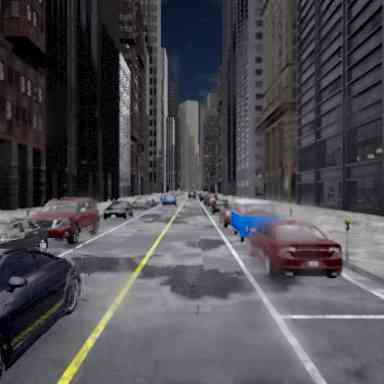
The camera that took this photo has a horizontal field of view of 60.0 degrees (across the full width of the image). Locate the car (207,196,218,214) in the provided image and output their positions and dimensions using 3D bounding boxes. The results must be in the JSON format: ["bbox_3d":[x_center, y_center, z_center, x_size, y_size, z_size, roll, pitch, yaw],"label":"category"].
[{"bbox_3d":[2.772,1.365,32.221,1.947,1.339,4.313,0,0,0],"label":"car"}]

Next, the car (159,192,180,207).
[{"bbox_3d":[-3.074,1.195,46.315,1.882,1.535,5.008,0,1,0],"label":"car"}]

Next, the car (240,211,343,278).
[{"bbox_3d":[2.766,1.482,9.786,1.887,1.381,4.507,0,0,0],"label":"car"}]

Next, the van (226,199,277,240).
[{"bbox_3d":[2.768,1.243,15.393,1.690,1.788,3.998,0,0,0],"label":"van"}]

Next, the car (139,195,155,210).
[{"bbox_3d":[-5.752,1.317,37.819,2.008,1.369,4.403,0,0,0],"label":"car"}]

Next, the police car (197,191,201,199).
[{"bbox_3d":[2.381,1.060,60.937,1.930,1.638,5.238,0,0,0],"label":"police car"}]

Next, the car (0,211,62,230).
[{"bbox_3d":[-5.759,1.488,9.773,2.008,1.369,4.403,0,0,0],"label":"car"}]

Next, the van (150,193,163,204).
[{"bbox_3d":[-5.748,1.012,54.646,1.690,1.788,3.998,0,0,0],"label":"van"}]

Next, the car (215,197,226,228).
[{"bbox_3d":[2.769,1.307,21.003,1.967,1.590,4.097,0,0,0],"label":"car"}]

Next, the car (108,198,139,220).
[{"bbox_3d":[-5.755,1.399,26.601,1.947,1.339,4.313,0,0,0],"label":"car"}]

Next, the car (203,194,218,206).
[{"bbox_3d":[2.774,1.316,43.440,1.802,1.307,4.206,0,0,0],"label":"car"}]

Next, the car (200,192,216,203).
[{"bbox_3d":[2.776,1.017,49.047,2.192,1.841,5.009,0,0,0],"label":"car"}]

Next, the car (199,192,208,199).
[{"bbox_3d":[2.784,0.831,82.701,2.192,1.841,5.009,0,0,0],"label":"car"}]

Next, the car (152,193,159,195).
[{"bbox_3d":[-5.750,1.229,48.868,1.752,1.417,4.829,0,0,0],"label":"car"}]

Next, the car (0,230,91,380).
[{"bbox_3d":[-3.099,1.534,4.650,1.994,1.385,4.181,0,0,0],"label":"car"}]

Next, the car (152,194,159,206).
[{"bbox_3d":[-5.751,1.316,43.429,1.802,1.307,4.206,0,0,0],"label":"car"}]

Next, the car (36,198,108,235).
[{"bbox_3d":[-5.757,1.217,15.380,2.192,1.841,5.009,0,0,0],"label":"car"}]

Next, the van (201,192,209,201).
[{"bbox_3d":[2.781,0.918,71.483,1.690,1.788,3.998,0,0,0],"label":"van"}]

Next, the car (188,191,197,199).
[{"bbox_3d":[0.019,0.910,78.720,1.882,1.535,5.008,0,0,0],"label":"car"}]
